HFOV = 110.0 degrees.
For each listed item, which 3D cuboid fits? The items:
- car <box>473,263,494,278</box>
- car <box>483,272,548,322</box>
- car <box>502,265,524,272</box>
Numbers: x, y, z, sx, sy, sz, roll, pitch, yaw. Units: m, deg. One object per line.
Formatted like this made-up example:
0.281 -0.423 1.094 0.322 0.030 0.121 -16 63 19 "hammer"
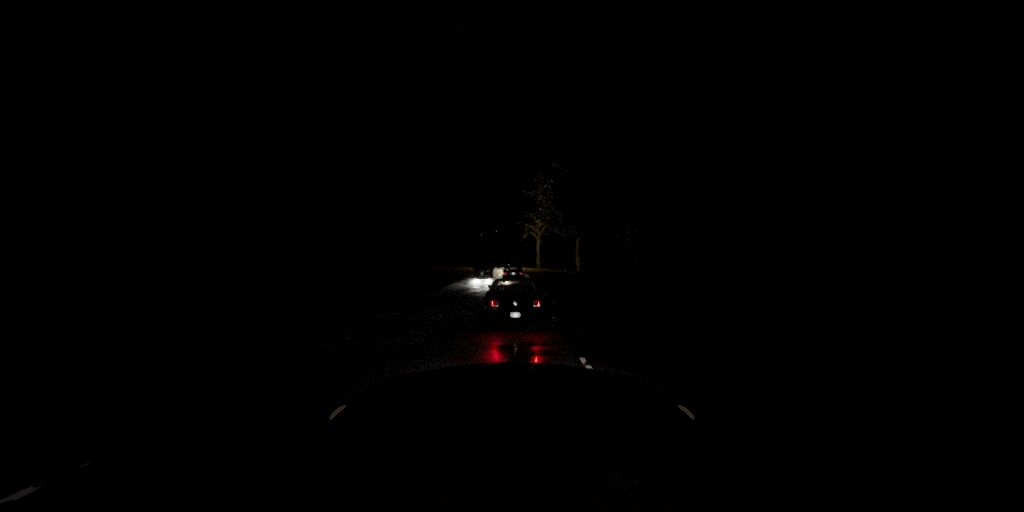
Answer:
-2.837 1.421 36.581 2.128 1.511 4.902 0 0 0 "car"
0.102 1.388 12.378 1.895 1.301 4.718 0 0 0 "car"
0.103 1.440 30.543 2.033 1.411 5.357 0 0 0 "car"
